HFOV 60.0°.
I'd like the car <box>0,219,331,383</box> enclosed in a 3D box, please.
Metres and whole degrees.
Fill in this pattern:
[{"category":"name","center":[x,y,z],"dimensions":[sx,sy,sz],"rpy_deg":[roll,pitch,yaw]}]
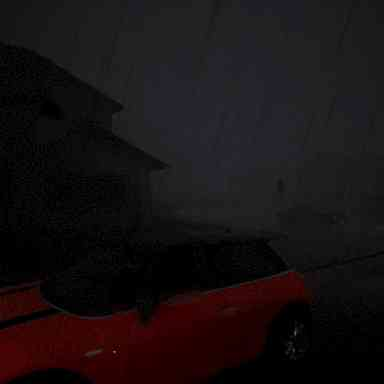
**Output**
[{"category":"car","center":[-0.605,1.352,4.111],"dimensions":[4.553,1.767,2.097],"rpy_deg":[0,0,-35]}]

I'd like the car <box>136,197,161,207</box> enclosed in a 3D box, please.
[{"category":"car","center":[-6.751,1.526,50.831],"dimensions":[1.812,1.442,4.674],"rpy_deg":[0,0,-36]}]

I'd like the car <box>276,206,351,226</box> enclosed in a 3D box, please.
[{"category":"car","center":[8.119,1.601,22.582],"dimensions":[1.895,1.301,4.718],"rpy_deg":[0,0,-35]}]

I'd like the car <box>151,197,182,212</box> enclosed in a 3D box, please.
[{"category":"car","center":[-2.961,1.564,38.300],"dimensions":[1.994,1.385,4.181],"rpy_deg":[0,0,-35]}]
